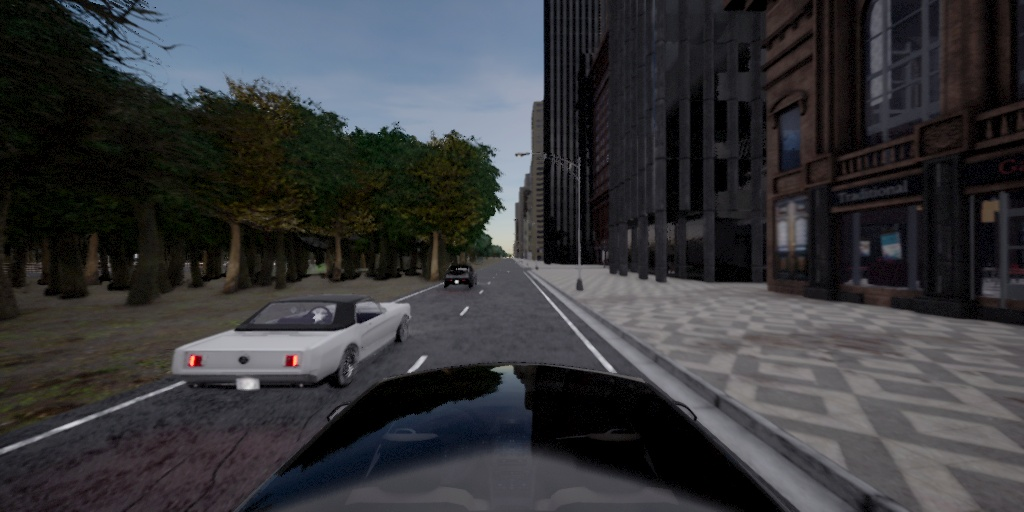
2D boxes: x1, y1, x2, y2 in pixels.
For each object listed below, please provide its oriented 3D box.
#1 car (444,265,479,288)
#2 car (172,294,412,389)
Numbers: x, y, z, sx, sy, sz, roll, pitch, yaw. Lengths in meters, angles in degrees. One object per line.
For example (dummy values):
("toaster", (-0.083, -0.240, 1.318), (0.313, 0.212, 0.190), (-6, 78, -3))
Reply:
("car", (-3.431, 1.351, 24.653), (1.837, 1.490, 4.892), (0, 0, 0))
("car", (-3.404, 1.375, 6.848), (1.895, 1.301, 4.718), (0, 0, 0))
